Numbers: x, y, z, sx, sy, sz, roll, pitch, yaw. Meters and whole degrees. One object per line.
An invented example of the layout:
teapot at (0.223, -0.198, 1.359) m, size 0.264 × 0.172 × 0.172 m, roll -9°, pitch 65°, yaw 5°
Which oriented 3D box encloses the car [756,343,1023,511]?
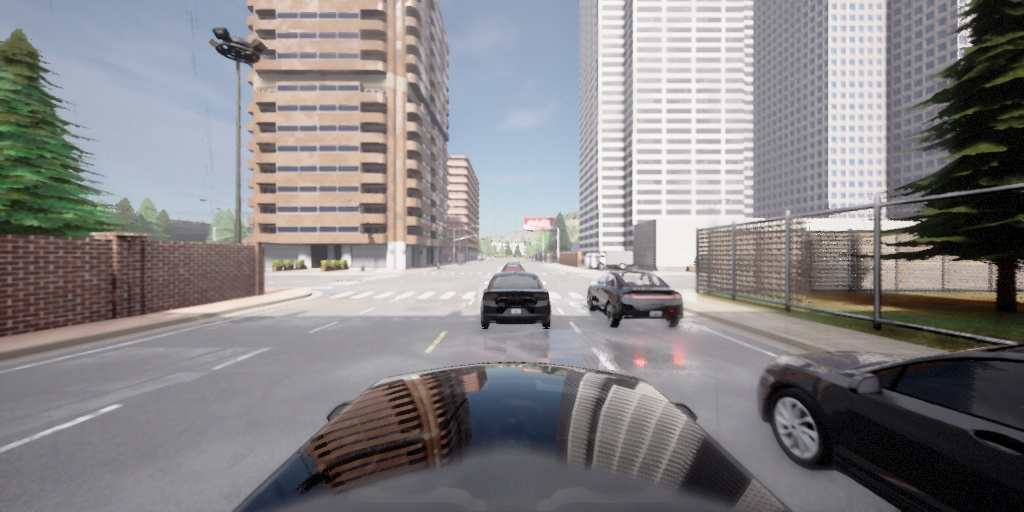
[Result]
car at (3.605, 1.254, 1.965) m, size 1.837 × 1.490 × 4.892 m, roll 0°, pitch 0°, yaw 0°

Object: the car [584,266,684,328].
car at (3.625, 1.229, 11.356) m, size 2.128 × 1.511 × 4.902 m, roll 0°, pitch 0°, yaw 1°

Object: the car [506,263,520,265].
car at (0.104, 1.254, 29.952) m, size 1.994 × 1.385 × 4.181 m, roll 0°, pitch 0°, yaw 0°

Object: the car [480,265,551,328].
car at (0.103, 1.215, 11.302) m, size 1.882 × 1.535 × 5.008 m, roll 0°, pitch 0°, yaw 0°
